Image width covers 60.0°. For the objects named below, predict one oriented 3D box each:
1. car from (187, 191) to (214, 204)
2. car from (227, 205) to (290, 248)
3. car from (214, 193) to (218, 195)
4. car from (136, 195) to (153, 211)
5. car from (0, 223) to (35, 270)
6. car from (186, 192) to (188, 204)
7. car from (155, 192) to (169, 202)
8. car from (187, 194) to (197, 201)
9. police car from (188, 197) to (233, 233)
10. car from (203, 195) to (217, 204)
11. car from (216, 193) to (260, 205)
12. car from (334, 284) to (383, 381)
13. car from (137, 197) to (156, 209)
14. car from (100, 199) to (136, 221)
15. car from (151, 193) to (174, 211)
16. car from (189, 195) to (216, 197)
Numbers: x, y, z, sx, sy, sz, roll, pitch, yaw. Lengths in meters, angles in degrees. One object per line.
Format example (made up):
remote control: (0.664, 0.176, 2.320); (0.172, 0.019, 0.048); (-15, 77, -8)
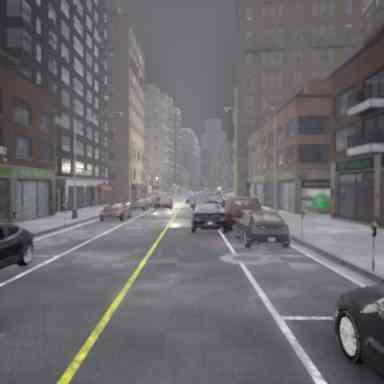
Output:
car: (0.840, 1.113, 34.707); (2.097, 1.767, 4.553); (0, 0, 0)
car: (2.850, 1.454, 14.059); (2.008, 1.369, 4.403); (-1, 0, 0)
car: (2.851, 1.236, 41.759); (1.752, 1.417, 4.829); (-1, 0, 0)
car: (-5.675, 1.334, 36.070); (1.802, 1.307, 4.206); (-1, 0, 0)
car: (-5.675, 1.507, 8.533); (1.947, 1.339, 4.313); (-1, 0, 0)
car: (0.000, 1.193, 52.625); (1.994, 1.385, 4.181); (0, 0, 0)
car: (-5.677, 0.860, 63.607); (2.192, 1.841, 5.009); (-1, 0, 0)
car: (0.001, 1.139, 66.811); (1.895, 1.301, 4.718); (0, 0, 0)
police car: (0.900, 1.297, 18.847); (1.930, 1.638, 5.238); (0, 0, 0)
car: (2.851, 1.195, 52.602); (1.947, 1.339, 4.313); (-1, 0, 0)
car: (2.848, 1.181, 19.563); (2.192, 1.841, 5.009); (-1, 0, 0)
car: (2.851, 1.529, 3.047); (2.008, 1.369, 4.403); (-1, 0, 0)
car: (-5.674, 1.294, 41.578); (1.802, 1.307, 4.206); (-1, 0, 0)
car: (-5.675, 1.411, 25.055); (1.802, 1.307, 4.206); (-1, 0, 0)
car: (-3.096, 1.222, 37.093); (1.882, 1.535, 5.008); (0, 0, 0)
car: (0.900, 1.281, 28.738); (1.882, 1.535, 5.008); (0, 0, 0)
